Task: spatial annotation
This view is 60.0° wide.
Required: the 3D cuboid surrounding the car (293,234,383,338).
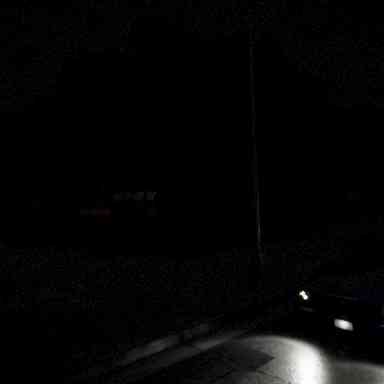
[{"bbox_3d":[4.182,1.636,6.942,5.357,1.411,2.033,0,-2,-45],"label":"car"}]
